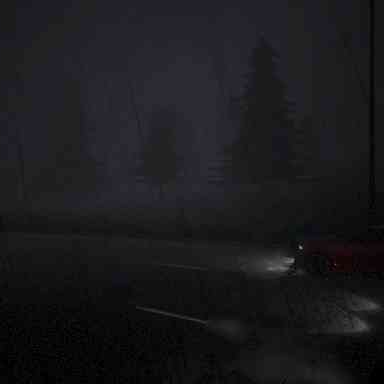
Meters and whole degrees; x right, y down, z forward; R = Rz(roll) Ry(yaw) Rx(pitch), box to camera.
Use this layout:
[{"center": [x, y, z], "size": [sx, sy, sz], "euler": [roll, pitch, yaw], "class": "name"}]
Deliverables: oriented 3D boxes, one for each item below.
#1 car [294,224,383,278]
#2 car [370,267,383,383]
[{"center": [4.908, 1.561, 8.791], "size": [4.181, 1.385, 1.994], "euler": [0, 0, 36], "class": "car"}, {"center": [3.341, 1.524, 1.386], "size": [4.674, 1.442, 1.812], "euler": [0, 0, 37], "class": "car"}]
